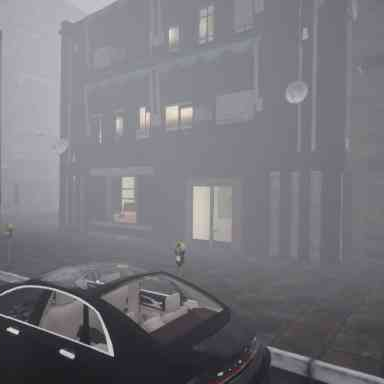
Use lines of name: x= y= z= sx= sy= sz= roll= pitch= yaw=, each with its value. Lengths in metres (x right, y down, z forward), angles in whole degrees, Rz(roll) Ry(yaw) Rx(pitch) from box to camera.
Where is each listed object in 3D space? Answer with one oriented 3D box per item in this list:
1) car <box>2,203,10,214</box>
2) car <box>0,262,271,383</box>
car: x=-21.533 y=1.623 z=34.881 sx=2.008 sy=1.369 sz=4.403 roll=1 pitch=0 yaw=36
car: x=-1.294 y=1.550 z=3.935 sx=4.403 sy=1.369 sz=2.008 roll=0 pitch=1 yaw=35
